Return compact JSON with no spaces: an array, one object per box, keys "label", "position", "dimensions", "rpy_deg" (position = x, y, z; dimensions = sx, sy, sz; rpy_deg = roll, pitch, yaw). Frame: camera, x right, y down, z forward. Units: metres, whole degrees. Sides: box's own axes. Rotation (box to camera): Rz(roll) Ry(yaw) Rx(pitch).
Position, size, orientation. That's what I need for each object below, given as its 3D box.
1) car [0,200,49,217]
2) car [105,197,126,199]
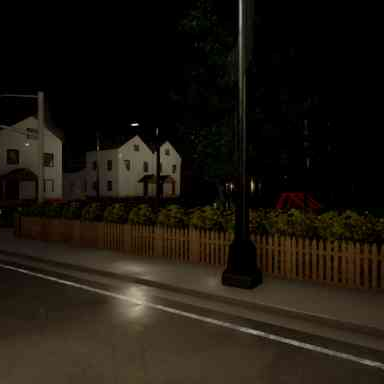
[{"label":"car","position":[-15.037,1.491,30.641],"dimensions":[2.128,1.511,4.902],"rpy_deg":[0,0,35]},{"label":"car","position":[-9.389,1.352,38.811],"dimensions":[2.097,1.767,4.553],"rpy_deg":[0,0,35]}]
